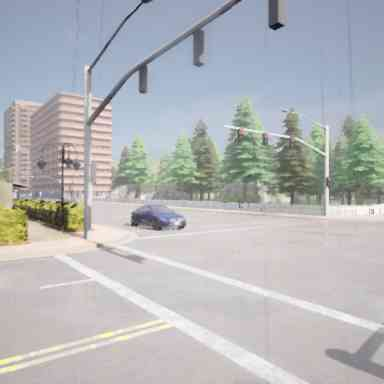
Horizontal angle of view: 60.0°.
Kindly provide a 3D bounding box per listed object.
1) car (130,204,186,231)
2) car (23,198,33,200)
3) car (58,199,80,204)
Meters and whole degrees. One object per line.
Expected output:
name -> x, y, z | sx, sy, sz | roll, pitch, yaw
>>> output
car -> -2.234, 1.520, 20.715 | 1.812, 1.442, 4.674 | 0, 0, -37
car -> -25.903, 1.596, 52.384 | 1.895, 1.301, 4.718 | 0, 0, -37
car -> -13.048, 1.499, 35.108 | 1.837, 1.490, 4.892 | 0, 0, -37
